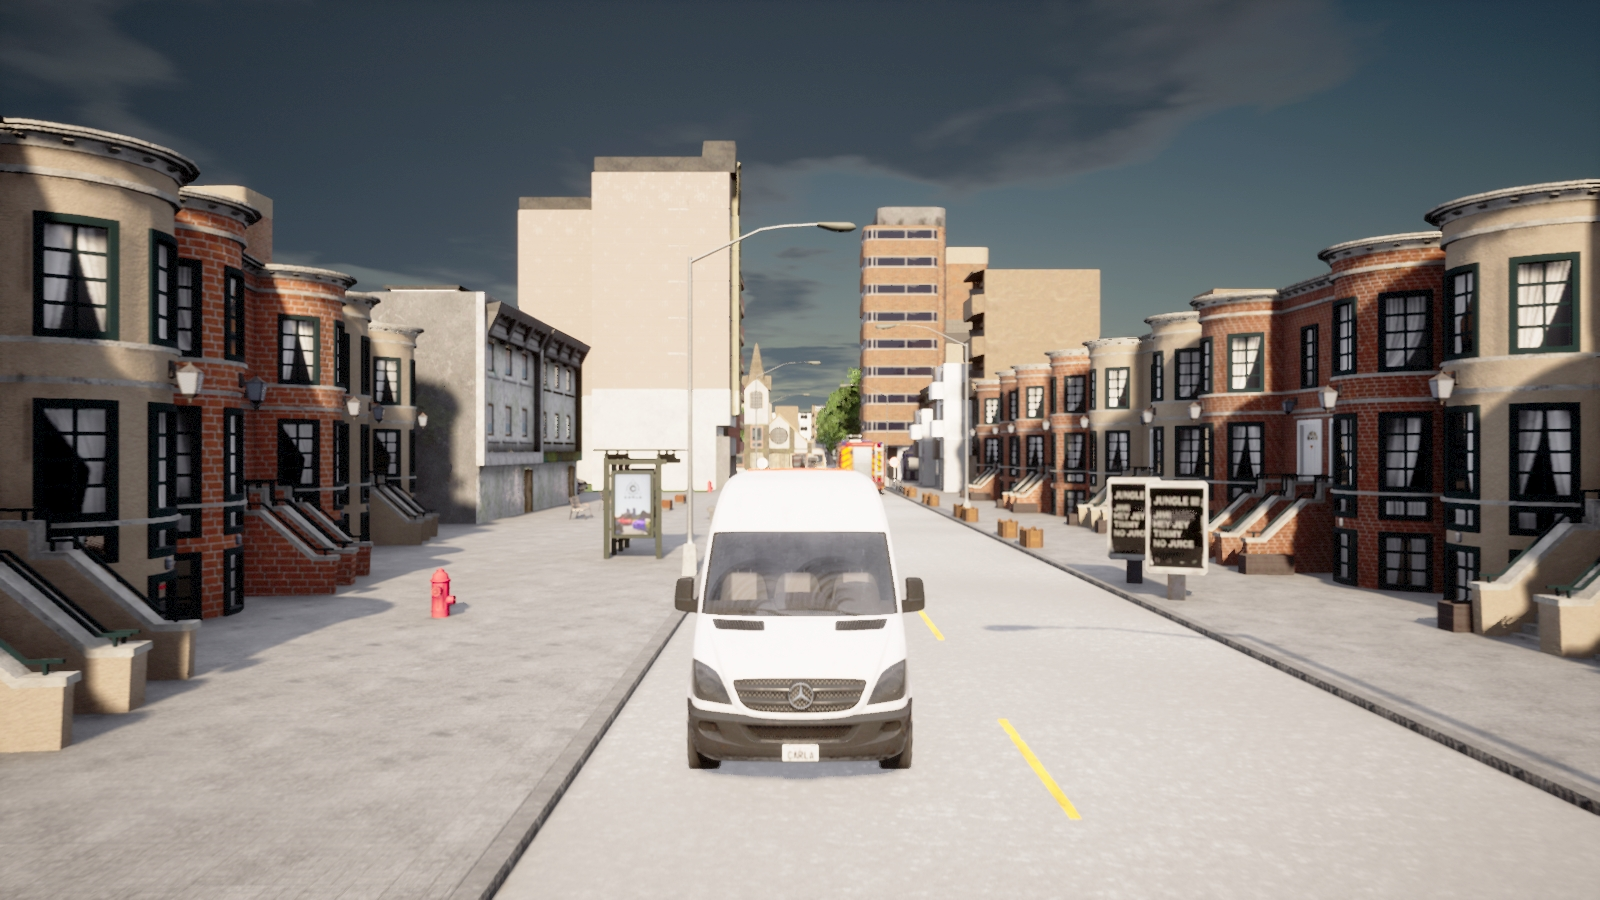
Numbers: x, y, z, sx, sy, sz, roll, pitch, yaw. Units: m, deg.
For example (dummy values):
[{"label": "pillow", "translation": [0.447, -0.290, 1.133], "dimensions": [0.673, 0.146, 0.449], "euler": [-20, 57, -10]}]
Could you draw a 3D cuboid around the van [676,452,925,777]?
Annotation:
[{"label": "van", "translation": [0.006, 1.321, 12.081], "dimensions": [1.988, 2.561, 5.915], "euler": [0, 0, 0]}]

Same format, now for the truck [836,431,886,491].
[{"label": "truck", "translation": [3.971, 0.713, 76.720], "dimensions": [2.891, 3.827, 8.468], "euler": [0, 0, 0]}]
